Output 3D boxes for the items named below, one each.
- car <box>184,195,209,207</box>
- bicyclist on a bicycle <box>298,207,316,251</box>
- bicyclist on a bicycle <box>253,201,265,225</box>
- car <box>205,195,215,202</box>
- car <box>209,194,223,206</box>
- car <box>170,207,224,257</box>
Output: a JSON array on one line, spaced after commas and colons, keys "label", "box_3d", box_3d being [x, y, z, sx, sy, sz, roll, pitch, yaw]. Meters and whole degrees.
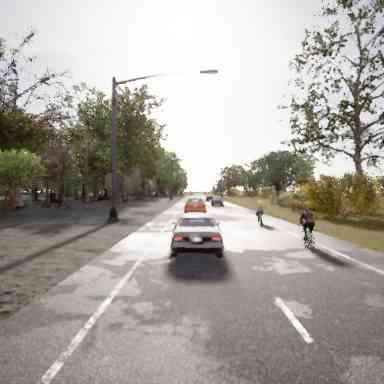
[{"label": "car", "box_3d": [0.307, 1.268, 32.597, 2.097, 1.767, 4.553, 0, 0, 0]}, {"label": "bicyclist on a bicycle", "box_3d": [4.544, 1.431, 13.144, 0.582, 1.620, 1.656, 0, 0, 0]}, {"label": "bicyclist on a bicycle", "box_3d": [4.628, 1.391, 22.735, 0.866, 1.612, 1.509, 0, 0, 0]}, {"label": "car", "box_3d": [3.983, 1.325, 73.594, 1.837, 1.490, 4.892, 0, 0, 0]}, {"label": "car", "box_3d": [3.942, 1.424, 52.670, 2.033, 1.411, 5.357, 0, 0, 0]}, {"label": "car", "box_3d": [0.176, 1.514, 12.812, 2.033, 1.411, 5.357, 0, 0, 0]}]
